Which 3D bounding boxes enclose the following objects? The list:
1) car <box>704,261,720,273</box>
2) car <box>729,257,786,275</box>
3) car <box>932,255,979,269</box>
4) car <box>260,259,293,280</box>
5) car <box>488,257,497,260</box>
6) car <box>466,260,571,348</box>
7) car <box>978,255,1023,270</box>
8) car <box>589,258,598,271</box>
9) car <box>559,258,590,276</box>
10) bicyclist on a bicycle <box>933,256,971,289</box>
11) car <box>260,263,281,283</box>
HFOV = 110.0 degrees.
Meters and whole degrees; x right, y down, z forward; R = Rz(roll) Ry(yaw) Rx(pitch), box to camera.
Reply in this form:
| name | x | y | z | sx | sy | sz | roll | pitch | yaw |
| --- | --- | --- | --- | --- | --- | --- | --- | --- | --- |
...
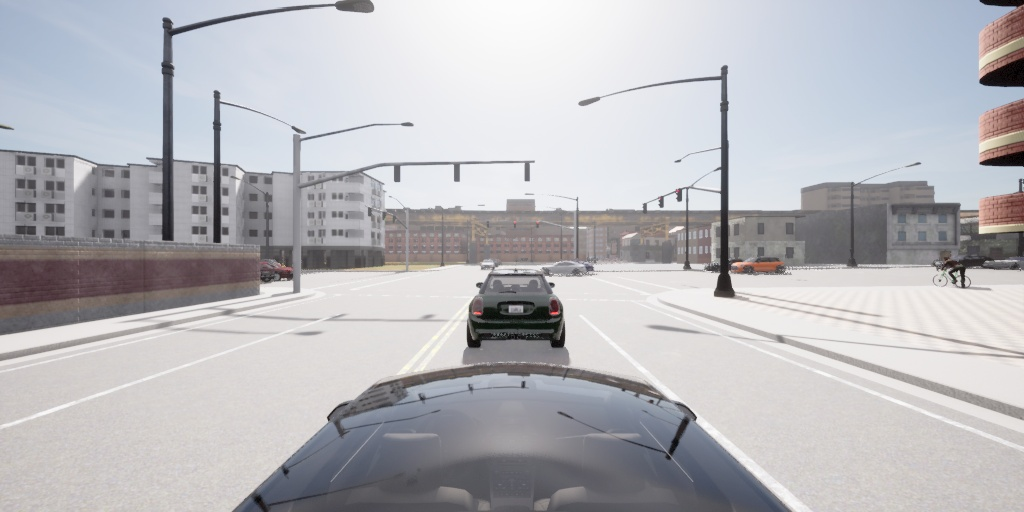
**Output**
| name | x | y | z | sx | sy | sz | roll | pitch | yaw |
| --- | --- | --- | --- | --- | --- | --- | --- | --- | --- |
| car | 23.226 | 1.045 | 38.506 | 4.892 | 1.490 | 1.837 | -1 | 0 | 2 |
| car | 23.848 | 0.883 | 34.987 | 4.553 | 1.767 | 2.097 | -1 | 0 | 1 |
| car | 47.620 | 0.609 | 37.933 | 4.902 | 1.511 | 2.128 | -1 | 0 | 2 |
| car | -20.271 | 1.228 | 29.325 | 5.008 | 1.535 | 1.882 | 0 | 0 | 1 |
| car | -3.527 | 1.276 | 52.867 | 1.812 | 1.442 | 4.674 | 0 | 0 | 0 |
| car | 0.091 | 1.102 | 9.431 | 2.097 | 1.767 | 4.553 | 0 | 0 | 0 |
| car | 48.663 | 0.699 | 34.400 | 4.718 | 1.301 | 1.895 | -1 | 0 | 2 |
| car | 6.683 | 1.225 | 39.333 | 4.674 | 1.442 | 1.812 | 0 | 0 | 10 |
| car | 4.926 | 1.230 | 35.492 | 4.674 | 1.442 | 1.812 | 0 | 0 | 3 |
| bicyclist on a bicycle | 22.671 | 0.844 | 18.521 | 0.582 | 1.620 | 1.656 | -1 | 0 | 1 |
| car | -19.820 | 1.351 | 25.855 | 4.718 | 1.301 | 1.895 | 0 | 0 | 1 |
